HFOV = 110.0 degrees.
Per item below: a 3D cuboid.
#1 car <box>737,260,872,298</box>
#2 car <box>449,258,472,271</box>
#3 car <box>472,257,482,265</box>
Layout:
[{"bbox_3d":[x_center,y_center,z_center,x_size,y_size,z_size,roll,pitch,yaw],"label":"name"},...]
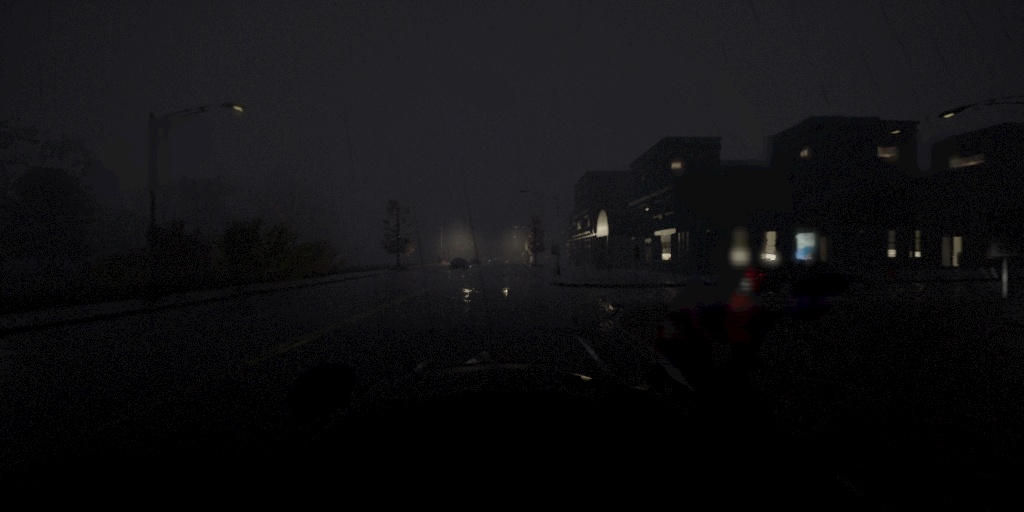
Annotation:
[{"bbox_3d":[12.238,0.916,15.118,4.892,1.490,1.837,-1,0,-1],"label":"car"},{"bbox_3d":[-6.581,0.972,44.768,1.882,1.535,5.008,0,0,0],"label":"car"},{"bbox_3d":[-6.508,0.930,64.370,1.812,1.442,4.674,0,0,0],"label":"car"}]
